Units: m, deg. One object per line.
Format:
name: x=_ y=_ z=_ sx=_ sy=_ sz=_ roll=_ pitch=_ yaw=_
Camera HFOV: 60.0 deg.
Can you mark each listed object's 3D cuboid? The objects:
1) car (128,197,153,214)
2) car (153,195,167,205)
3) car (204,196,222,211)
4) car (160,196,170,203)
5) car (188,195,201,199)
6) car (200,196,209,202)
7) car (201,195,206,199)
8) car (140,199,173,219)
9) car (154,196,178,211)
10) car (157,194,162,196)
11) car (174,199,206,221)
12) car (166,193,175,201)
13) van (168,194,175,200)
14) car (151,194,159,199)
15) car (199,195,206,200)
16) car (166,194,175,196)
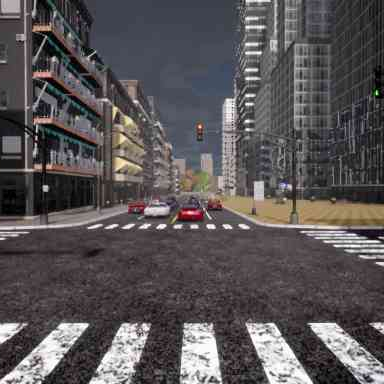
car: x=-5.638 y=1.540 z=35.381 sx=1.887 sy=1.381 sz=4.507 roll=-1 pitch=0 yaw=0
car: x=-5.599 y=1.438 z=57.977 sx=1.967 sy=1.590 sz=4.097 roll=-1 pitch=0 yaw=0
car: x=2.719 y=1.540 z=41.073 sx=1.887 sy=1.381 sz=4.507 roll=-1 pitch=0 yaw=0
car: x=-5.577 y=1.583 z=69.275 sx=1.802 sy=1.307 sz=4.206 roll=-1 pitch=0 yaw=0
car: x=0.200 y=1.524 z=59.500 sx=1.812 sy=1.442 sz=4.674 roll=0 pitch=0 yaw=0
car: x=2.781 y=1.547 z=74.967 sx=1.887 sy=1.381 sz=4.507 roll=-1 pitch=0 yaw=0
car: x=2.760 y=1.550 z=63.668 sx=2.008 sy=1.369 sz=4.403 roll=-1 pitch=0 yaw=0
car: x=-3.047 y=1.596 z=29.430 sx=1.895 sy=1.301 sz=4.718 roll=0 pitch=0 yaw=0
car: x=-3.017 y=1.559 z=39.490 sx=1.994 sy=1.385 sz=4.181 roll=0 pitch=0 yaw=1
car: x=-5.611 y=1.312 z=52.329 sx=2.192 sy=1.841 sz=5.009 roll=-1 pitch=0 yaw=0
car: x=-0.069 y=1.560 z=27.322 sx=1.994 sy=1.385 sz=4.181 roll=0 pitch=0 yaw=2
car: x=-5.550 y=1.321 z=86.222 sx=2.192 sy=1.841 sz=5.009 roll=-1 pitch=0 yaw=0
van: x=-5.539 y=1.350 z=91.870 sx=1.690 sy=1.788 sz=3.998 roll=-1 pitch=0 yaw=0
car: x=-5.629 y=1.435 z=41.030 sx=1.967 sy=1.590 sz=4.097 roll=-1 pitch=0 yaw=0
car: x=2.810 y=1.534 z=92.084 sx=1.752 sy=1.417 sz=4.829 roll=-1 pitch=0 yaw=0
car: x=-3.000 y=1.501 z=49.671 sx=1.837 sy=1.490 sz=4.892 roll=0 pitch=0 yaw=0
